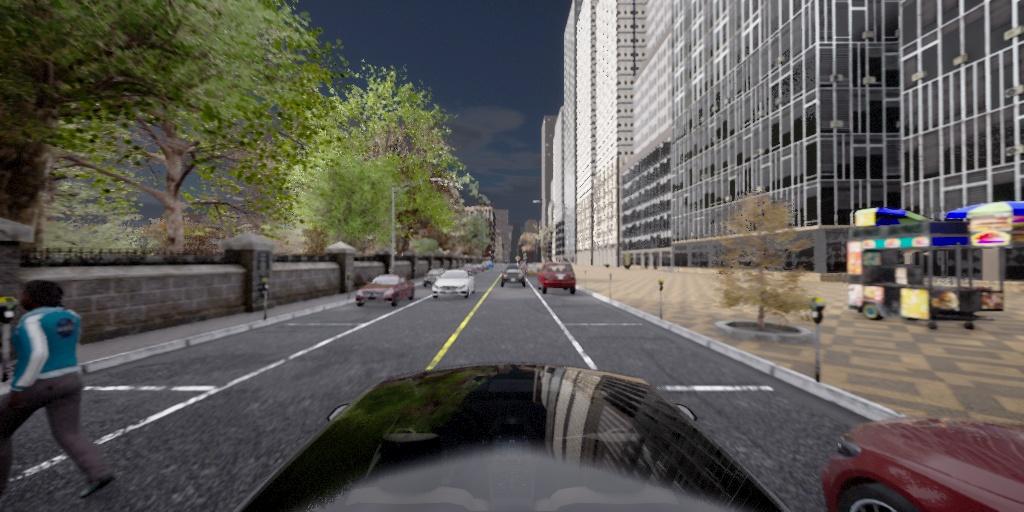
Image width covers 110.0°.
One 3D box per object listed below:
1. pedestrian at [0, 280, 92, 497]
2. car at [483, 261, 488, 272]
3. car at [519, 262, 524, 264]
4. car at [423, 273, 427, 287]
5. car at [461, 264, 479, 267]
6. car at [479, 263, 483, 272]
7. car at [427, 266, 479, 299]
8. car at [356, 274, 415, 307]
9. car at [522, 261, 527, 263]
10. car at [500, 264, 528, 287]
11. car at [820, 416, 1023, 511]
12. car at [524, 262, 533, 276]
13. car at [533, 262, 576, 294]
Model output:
[{"bbox_3d":[-3.862,1.058,2.925,0.375,1.860,0.375,0,-1,-3],"label":"pedestrian"},{"bbox_3d":[-5.674,2.058,61.674,1.802,1.307,4.207,0,0,0],"label":"car"},{"bbox_3d":[0.096,1.787,43.081,2.033,1.411,5.357,0,-1,0],"label":"car"},{"bbox_3d":[-5.685,1.610,27.886,2.007,1.370,4.403,0,0,0],"label":"car"},{"bbox_3d":[-5.679,1.700,44.781,1.967,1.591,4.097,0,0,0],"label":"car"},{"bbox_3d":[-5.677,1.880,50.411,2.007,1.370,4.403,0,0,0],"label":"car"},{"bbox_3d":[-3.095,1.489,19.798,1.812,1.442,4.674,0,-1,0],"label":"car"},{"bbox_3d":[-5.687,1.508,16.621,1.802,1.307,4.207,0,0,0],"label":"car"},{"bbox_3d":[2.703,1.770,50.409,1.967,1.591,4.097,0,0,0],"label":"car"},{"bbox_3d":[0.092,1.588,28.083,1.812,1.442,4.674,0,-1,0],"label":"car"},{"bbox_3d":[2.999,1.262,0.443,1.812,1.442,4.674,0,-1,0],"label":"car"},{"bbox_3d":[2.702,1.786,44.948,1.751,1.417,4.829,0,0,0],"label":"car"},{"bbox_3d":[2.695,1.308,22.250,2.192,1.841,5.009,0,0,0],"label":"car"}]
